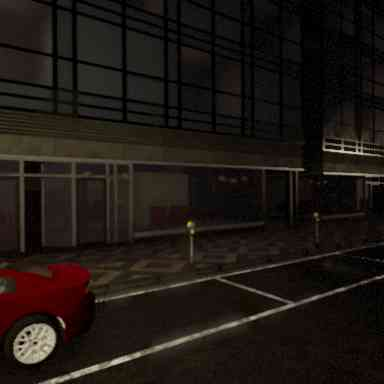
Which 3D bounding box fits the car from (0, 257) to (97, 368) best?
[{"bbox_3d":[-3.521,1.549,4.141,4.507,1.381,1.887,0,0,-35],"label":"car"}]
